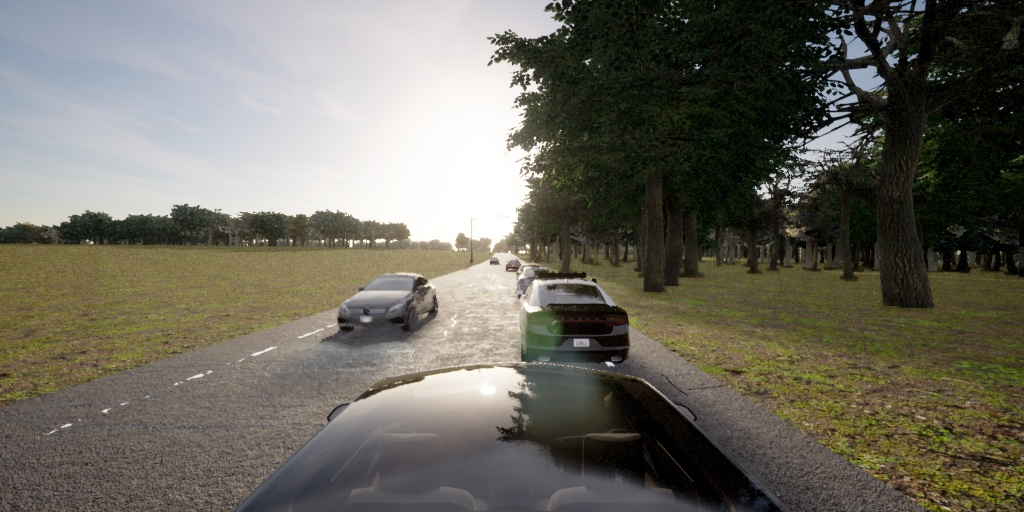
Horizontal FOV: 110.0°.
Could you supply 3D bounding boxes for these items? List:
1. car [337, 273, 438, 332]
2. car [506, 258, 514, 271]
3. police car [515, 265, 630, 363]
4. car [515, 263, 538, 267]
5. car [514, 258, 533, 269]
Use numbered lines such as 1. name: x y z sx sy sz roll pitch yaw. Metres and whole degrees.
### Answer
1. car: -3.511 1.264 10.986 1.812 1.442 4.674 0 0 0
2. car: 0.210 1.150 46.562 1.994 1.385 4.181 0 0 2
3. police car: 1.121 1.168 8.271 1.930 1.638 5.238 0 0 0
4. car: 1.188 1.247 18.167 1.812 1.442 4.674 0 0 0
5. car: 1.216 1.155 24.360 1.801 1.575 5.366 0 0 0
